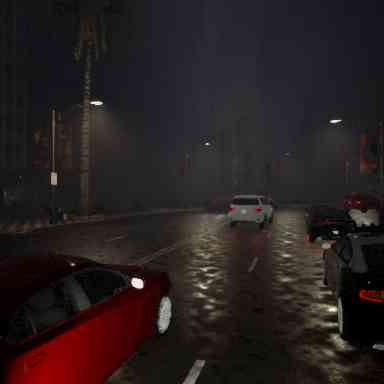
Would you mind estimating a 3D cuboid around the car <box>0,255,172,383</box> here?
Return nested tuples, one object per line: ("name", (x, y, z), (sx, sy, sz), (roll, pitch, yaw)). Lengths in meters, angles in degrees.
("car", (-1.774, 1.477, 3.858), (1.882, 1.535, 5.008), (0, 0, 17))

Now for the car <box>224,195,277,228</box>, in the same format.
("car", (4.057, 1.222, 22.281), (2.150, 2.045, 5.566), (0, 0, 21))

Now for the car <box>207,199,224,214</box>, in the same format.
("car", (3.583, 1.477, 36.064), (1.882, 1.535, 5.008), (0, 0, 38))

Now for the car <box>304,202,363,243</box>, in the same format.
("car", (6.482, 1.478, 15.777), (1.882, 1.535, 5.008), (0, 0, 17))

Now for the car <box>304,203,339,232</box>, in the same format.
("car", (8.169, 1.526, 21.092), (1.812, 1.442, 4.674), (0, 0, 21))

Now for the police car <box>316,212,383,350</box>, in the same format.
("police car", (3.617, 1.425, 6.311), (1.930, 1.638, 5.238), (0, 0, 17))

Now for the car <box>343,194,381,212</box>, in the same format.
("car", (18.855, 1.221, 36.666), (5.566, 2.045, 2.150), (0, 0, -36))
